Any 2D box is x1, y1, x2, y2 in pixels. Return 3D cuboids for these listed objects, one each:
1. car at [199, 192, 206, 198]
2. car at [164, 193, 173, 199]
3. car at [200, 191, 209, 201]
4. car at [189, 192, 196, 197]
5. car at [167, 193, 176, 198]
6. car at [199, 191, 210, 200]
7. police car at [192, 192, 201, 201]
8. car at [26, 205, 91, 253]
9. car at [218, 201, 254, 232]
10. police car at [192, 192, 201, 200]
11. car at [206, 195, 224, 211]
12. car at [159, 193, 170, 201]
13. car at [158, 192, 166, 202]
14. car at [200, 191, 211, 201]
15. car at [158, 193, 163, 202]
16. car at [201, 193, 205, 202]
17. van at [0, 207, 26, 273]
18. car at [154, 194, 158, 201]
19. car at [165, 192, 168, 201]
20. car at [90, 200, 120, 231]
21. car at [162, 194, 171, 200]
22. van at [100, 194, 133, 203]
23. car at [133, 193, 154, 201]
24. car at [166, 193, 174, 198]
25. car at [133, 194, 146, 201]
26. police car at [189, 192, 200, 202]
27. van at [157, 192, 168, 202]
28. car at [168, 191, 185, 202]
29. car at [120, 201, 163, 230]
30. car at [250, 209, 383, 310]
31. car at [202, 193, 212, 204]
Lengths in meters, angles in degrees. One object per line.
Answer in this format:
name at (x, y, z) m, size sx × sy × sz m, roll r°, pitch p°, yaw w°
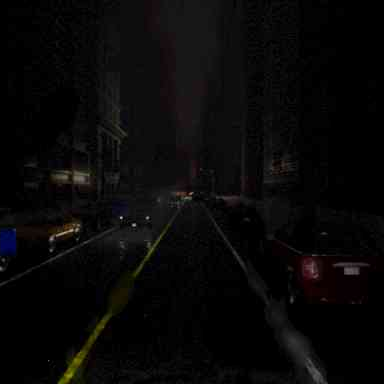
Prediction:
car at (2.848, 0.787, 92.239) m, size 1.967 × 1.590 × 4.097 m, roll 0°, pitch 0°, yaw 0°
car at (-5.688, 0.983, 80.974) m, size 1.947 × 1.339 × 4.313 m, roll 0°, pitch 0°, yaw 0°
car at (2.815, 1.007, 58.424) m, size 1.967 × 1.590 × 4.097 m, roll 0°, pitch 0°, yaw 0°
car at (0.091, 0.745, 94.084) m, size 1.895 × 1.301 × 4.718 m, roll 0°, pitch 0°, yaw 0°
car at (-5.677, 0.897, 92.247) m, size 2.008 × 1.369 × 4.403 m, roll 0°, pitch 0°, yaw 0°
car at (2.831, 0.769, 75.330) m, size 2.192 × 1.841 × 5.009 m, roll 0°, pitch 0°, yaw 0°
police car at (0.936, 0.916, 69.789) m, size 1.930 × 1.638 × 5.238 m, roll 0°, pitch 0°, yaw 0°
car at (-5.752, 1.423, 13.166) m, size 1.752 × 1.417 × 4.829 m, roll 0°, pitch 0°, yaw 0°
car at (2.778, 1.420, 18.971) m, size 1.947 × 1.339 × 4.313 m, roll 0°, pitch 0°, yaw 0°
police car at (0.941, 0.876, 75.789) m, size 1.930 × 1.638 × 5.238 m, roll 0°, pitch 0°, yaw 0°
car at (2.795, 1.311, 35.880) m, size 1.802 × 1.307 × 4.206 m, roll 0°, pitch 0°, yaw 0°
car at (-5.699, 1.017, 69.531) m, size 1.752 × 1.417 × 4.829 m, roll 0°, pitch 0°, yaw 0°
car at (-5.714, 1.157, 52.791) m, size 2.008 × 1.369 × 4.403 m, roll 0°, pitch 0°, yaw 0°
car at (2.825, 0.806, 69.694) m, size 2.192 × 1.841 × 5.009 m, roll 0°, pitch 0°, yaw 0°
car at (-5.720, 1.213, 47.155) m, size 1.947 × 1.339 × 4.313 m, roll 0°, pitch 0°, yaw 0°
car at (2.811, 1.189, 52.789) m, size 1.802 × 1.307 × 4.206 m, roll 0°, pitch 0°, yaw 0°
van at (-5.758, 1.280, 7.698) m, size 1.690 × 1.788 × 3.998 m, roll 0°, pitch 0°, yaw 0°
car at (-5.725, 1.254, 41.519) m, size 1.947 × 1.339 × 4.313 m, roll 0°, pitch 0°, yaw 0°
car at (-5.709, 1.149, 58.428) m, size 1.802 × 1.307 × 4.206 m, roll 0°, pitch 0°, yaw 0°
car at (-5.747, 1.405, 18.972) m, size 2.008 × 1.369 × 4.403 m, roll 0°, pitch 0°, yaw 0°
car at (-5.693, 1.036, 75.338) m, size 1.802 × 1.307 × 4.206 m, roll 0°, pitch 0°, yaw 0°
van at (-5.742, 1.153, 24.607) m, size 1.690 × 1.788 × 3.998 m, roll 0°, pitch 0°, yaw 0°
car at (-5.731, 1.044, 35.880) m, size 2.192 × 1.841 × 5.009 m, roll 0°, pitch 0°, yaw 0°
car at (-5.682, 0.948, 86.610) m, size 1.947 × 1.339 × 4.313 m, roll 0°, pitch 0°, yaw 0°
car at (-5.736, 1.211, 30.244) m, size 1.967 × 1.590 × 4.097 m, roll 0°, pitch 0°, yaw 0°
police car at (0.958, 0.983, 59.789) m, size 1.930 × 1.638 × 5.238 m, roll 0°, pitch 0°, yaw 0°
van at (-5.705, 0.870, 64.063) m, size 1.690 × 1.788 × 3.998 m, roll 0°, pitch 0°, yaw 0°
car at (-2.982, 1.040, 61.227) m, size 2.128 × 1.511 × 4.902 m, roll 0°, pitch 0°, yaw 1°
car at (-3.081, 1.447, 19.983) m, size 1.895 × 1.301 × 4.718 m, roll 0°, pitch 0°, yaw 0°
car at (2.767, 1.379, 7.698) m, size 1.967 × 1.590 × 4.097 m, roll 0°, pitch 0°, yaw 0°
car at (2.805, 1.229, 47.152) m, size 1.802 × 1.307 × 4.206 m, roll 0°, pitch 0°, yaw 0°
